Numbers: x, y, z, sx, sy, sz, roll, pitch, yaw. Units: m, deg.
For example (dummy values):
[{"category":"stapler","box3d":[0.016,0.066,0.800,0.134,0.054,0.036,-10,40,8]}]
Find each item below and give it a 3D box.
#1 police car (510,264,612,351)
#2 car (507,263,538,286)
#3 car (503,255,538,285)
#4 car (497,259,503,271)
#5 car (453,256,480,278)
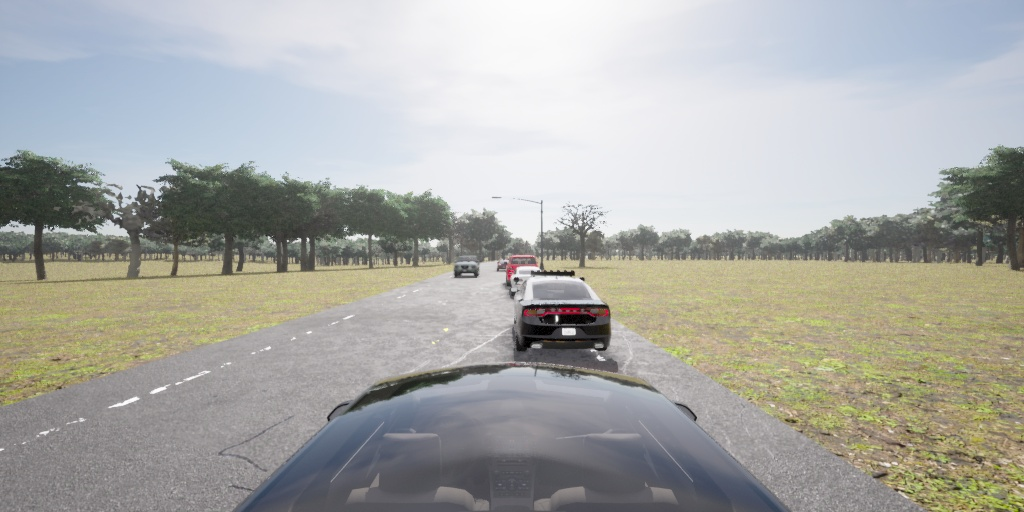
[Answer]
[{"category":"police car","box3d":[1.009,1.174,9.115,1.930,1.638,5.238,0,0,-1]},{"category":"car","box3d":[0.836,1.275,19.041,1.812,1.442,4.674,0,0,-1]},{"category":"car","box3d":[0.666,0.974,25.087,2.150,2.045,5.566,0,0,-2]},{"category":"car","box3d":[-1.074,1.290,49.196,1.812,1.442,4.674,0,0,-1]},{"category":"car","box3d":[-4.277,0.976,34.614,2.150,2.045,5.566,0,0,-2]}]
